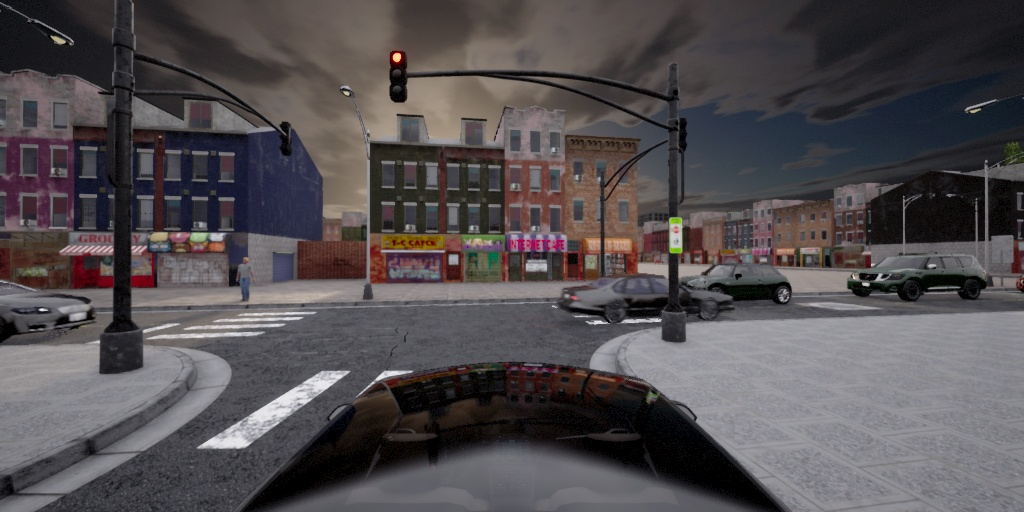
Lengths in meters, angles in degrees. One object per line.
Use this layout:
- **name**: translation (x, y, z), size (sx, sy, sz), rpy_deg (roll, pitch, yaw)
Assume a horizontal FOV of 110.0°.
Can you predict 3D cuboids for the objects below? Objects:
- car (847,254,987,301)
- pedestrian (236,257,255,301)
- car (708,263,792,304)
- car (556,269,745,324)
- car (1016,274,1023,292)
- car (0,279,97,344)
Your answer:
- **car**: translation (18.779, 0.926, 16.698), size (5.566, 2.045, 2.150), rpy_deg (0, 0, -9)
- **pedestrian**: translation (-11.105, 0.944, 14.964), size (0.375, 1.860, 0.375), rpy_deg (0, 0, -9)
- **car**: translation (9.178, 1.082, 15.164), size (4.553, 1.767, 2.097), rpy_deg (0, 0, -10)
- **car**: translation (4.155, 1.276, 11.417), size (5.357, 1.411, 2.033), rpy_deg (0, 0, -9)
- **car**: translation (28.627, 1.032, 18.197), size (4.553, 1.767, 2.097), rpy_deg (0, 0, -8)
- **car**: translation (-13.385, 1.270, 8.674), size (4.902, 1.511, 2.128), rpy_deg (0, 0, -9)
